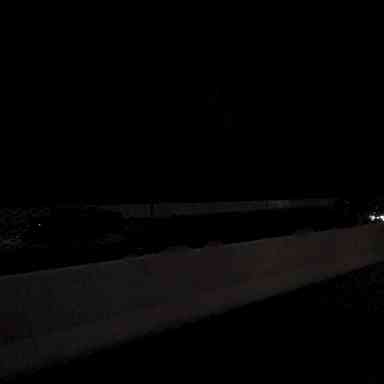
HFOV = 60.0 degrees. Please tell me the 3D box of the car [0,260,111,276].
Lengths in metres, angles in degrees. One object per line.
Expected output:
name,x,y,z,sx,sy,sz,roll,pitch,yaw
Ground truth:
car,-4.207,1.620,9.688,4.718,1.301,1.895,0,0,-37
